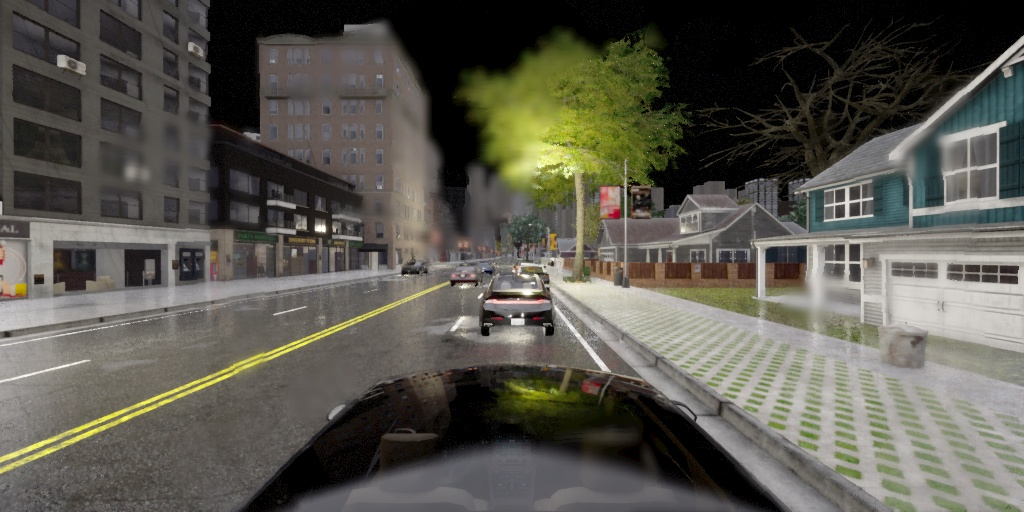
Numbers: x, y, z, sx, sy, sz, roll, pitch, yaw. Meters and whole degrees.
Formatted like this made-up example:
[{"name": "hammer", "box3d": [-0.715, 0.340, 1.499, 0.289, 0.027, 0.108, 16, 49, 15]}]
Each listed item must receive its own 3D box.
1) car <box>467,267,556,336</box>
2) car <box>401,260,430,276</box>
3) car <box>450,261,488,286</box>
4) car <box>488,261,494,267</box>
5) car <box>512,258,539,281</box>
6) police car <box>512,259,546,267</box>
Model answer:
[{"name": "car", "box3d": [0.134, 1.239, 10.348, 2.128, 1.511, 4.902, 0, 0, 0]}, {"name": "car", "box3d": [-9.707, 1.202, 36.299, 1.882, 1.535, 5.008, 0, 0, 0]}, {"name": "car", "box3d": [-3.053, 1.283, 24.921, 2.033, 1.411, 5.357, 0, 0, 0]}, {"name": "car", "box3d": [-2.994, 1.286, 39.889, 1.994, 1.385, 4.181, 0, 0, 1]}, {"name": "car", "box3d": [1.094, 1.082, 30.457, 2.097, 1.767, 4.553, 0, 0, 0]}, {"name": "police car", "box3d": [1.053, 1.165, 20.597, 1.930, 1.638, 5.238, 0, 0, 0]}]
